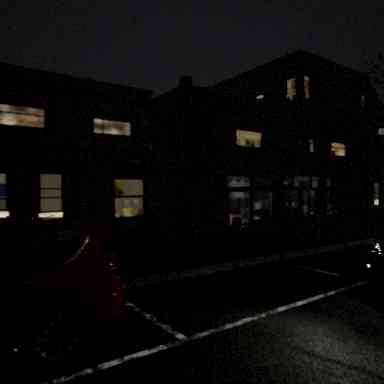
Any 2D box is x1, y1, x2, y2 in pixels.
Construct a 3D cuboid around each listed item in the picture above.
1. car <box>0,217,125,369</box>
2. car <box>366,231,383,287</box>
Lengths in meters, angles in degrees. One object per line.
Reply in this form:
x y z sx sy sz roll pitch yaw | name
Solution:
-3.317 1.321 4.188 5.009 1.841 2.192 0 0 -36 | car
6.489 1.189 8.069 5.566 2.045 2.150 0 0 -36 | car
